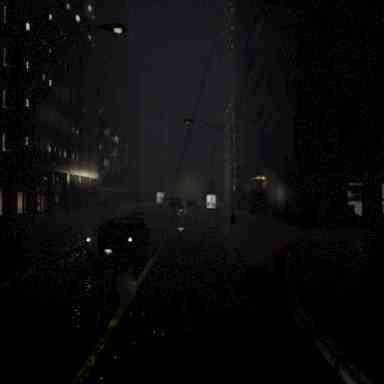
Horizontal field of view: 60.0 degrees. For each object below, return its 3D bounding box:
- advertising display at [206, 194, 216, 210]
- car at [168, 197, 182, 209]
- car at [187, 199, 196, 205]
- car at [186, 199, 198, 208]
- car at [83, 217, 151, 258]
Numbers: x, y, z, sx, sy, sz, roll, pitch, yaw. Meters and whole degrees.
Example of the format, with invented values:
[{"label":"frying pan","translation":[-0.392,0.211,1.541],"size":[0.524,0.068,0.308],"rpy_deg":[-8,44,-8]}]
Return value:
[{"label":"advertising display","translation":[2.992,1.602,51.471],"size":[1.540,2.440,0.280],"rpy_deg":[0,-1,0]},{"label":"car","translation":[-2.824,1.863,56.543],"size":[2.150,2.045,5.566],"rpy_deg":[0,-1,1]},{"label":"car","translation":[-0.028,2.397,78.566],"size":[2.033,1.411,5.357],"rpy_deg":[0,-1,0]},{"label":"car","translation":[0.009,2.100,64.176],"size":[2.097,1.767,4.553],"rpy_deg":[0,0,0]},{"label":"car","translation":[-2.857,1.749,13.629],"size":[1.895,1.301,4.718],"rpy_deg":[0,-1,0]}]
